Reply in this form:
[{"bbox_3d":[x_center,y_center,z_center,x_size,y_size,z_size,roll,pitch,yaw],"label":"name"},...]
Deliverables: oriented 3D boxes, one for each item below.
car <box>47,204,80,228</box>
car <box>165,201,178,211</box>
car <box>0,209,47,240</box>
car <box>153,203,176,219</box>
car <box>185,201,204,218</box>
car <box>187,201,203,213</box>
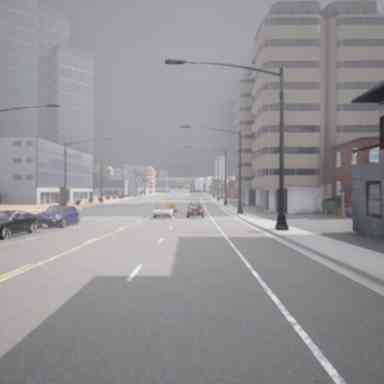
[{"bbox_3d":[-10.292,1.831,25.587,2.097,1.767,4.553,0,-1,0],"label":"car"},{"bbox_3d":[-3.064,2.065,46.656,1.882,1.535,5.008,0,0,1],"label":"car"},{"bbox_3d":[-10.445,1.772,18.665,2.128,1.511,4.902,0,-1,1],"label":"car"},{"bbox_3d":[-3.122,2.174,36.599,1.895,1.301,4.718,0,0,1],"label":"car"},{"bbox_3d":[0.389,2.102,36.949,1.812,1.442,4.674,0,0,1],"label":"car"},{"bbox_3d":[0.446,2.078,47.165,2.128,1.511,4.902,0,0,1],"label":"car"}]
